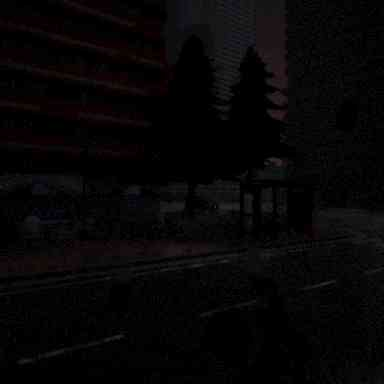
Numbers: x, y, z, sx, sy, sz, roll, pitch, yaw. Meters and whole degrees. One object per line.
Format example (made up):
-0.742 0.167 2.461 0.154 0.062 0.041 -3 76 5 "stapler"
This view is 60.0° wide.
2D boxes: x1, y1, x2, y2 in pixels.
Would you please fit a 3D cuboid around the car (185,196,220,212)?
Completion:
1.241 1.504 43.397 2.150 2.045 5.566 1 0 -35 "car"
